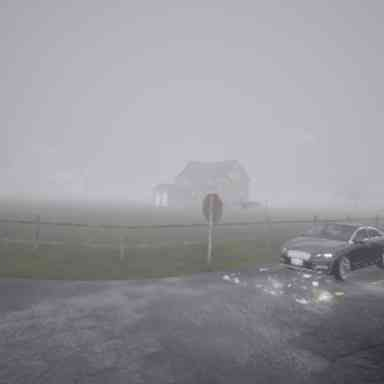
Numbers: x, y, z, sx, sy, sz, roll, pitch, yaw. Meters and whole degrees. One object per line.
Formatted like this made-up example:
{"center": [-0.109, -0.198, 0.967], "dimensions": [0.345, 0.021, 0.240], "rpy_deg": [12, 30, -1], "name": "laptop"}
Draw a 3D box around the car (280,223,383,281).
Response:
{"center": [4.859, 1.787, 10.900], "dimensions": [4.902, 1.511, 2.128], "rpy_deg": [3, -1, -39], "name": "car"}
